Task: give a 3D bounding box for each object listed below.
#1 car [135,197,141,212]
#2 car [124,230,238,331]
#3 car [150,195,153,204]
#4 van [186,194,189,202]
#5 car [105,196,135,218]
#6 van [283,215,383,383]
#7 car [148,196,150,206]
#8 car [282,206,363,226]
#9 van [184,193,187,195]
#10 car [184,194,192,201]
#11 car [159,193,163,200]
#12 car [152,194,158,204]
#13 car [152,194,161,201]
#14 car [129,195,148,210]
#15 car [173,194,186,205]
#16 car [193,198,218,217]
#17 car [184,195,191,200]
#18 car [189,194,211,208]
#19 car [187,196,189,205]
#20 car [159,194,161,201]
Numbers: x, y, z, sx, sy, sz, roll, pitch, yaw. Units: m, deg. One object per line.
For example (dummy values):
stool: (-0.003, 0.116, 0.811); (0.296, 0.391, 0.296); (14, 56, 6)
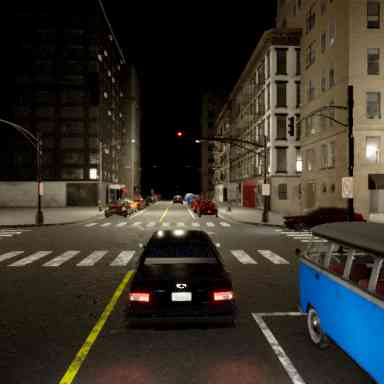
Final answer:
car: (-6.873, 1.525, 35.465); (1.752, 1.417, 4.829); (0, 0, -2)
car: (-0.260, 1.547, 7.278); (2.033, 1.411, 5.357); (0, 0, -2)
car: (-7.582, 1.564, 51.848); (1.947, 1.339, 4.313); (0, 0, -2)
van: (0.435, 1.339, 52.196); (1.690, 1.788, 3.998); (0, 0, -2)
car: (-6.646, 1.440, 30.231); (1.967, 1.590, 4.097); (0, 0, -2)
van: (2.534, 1.341, 3.723); (1.690, 1.788, 3.998); (0, 0, -2)
car: (-7.341, 1.524, 46.274); (1.752, 1.417, 4.829); (0, 0, -2)
car: (7.668, 1.579, 19.525); (4.674, 1.442, 1.812); (0, 0, 2)
van: (-0.501, 1.331, 73.813); (1.690, 1.788, 3.998); (0, 0, -2)
car: (-0.969, 1.427, 84.622); (1.967, 1.590, 4.097); (0, 0, -2)
car: (-8.752, 1.303, 78.870); (2.192, 1.841, 5.009); (0, 0, -2)
car: (-8.050, 1.545, 62.657); (2.008, 1.369, 4.403); (0, 0, -2)
car: (-8.986, 1.426, 84.275); (1.967, 1.590, 4.097); (0, 0, -2)
car: (-7.114, 1.315, 41.039); (2.192, 1.841, 5.009); (0, 0, -2)
car: (-2.571, 1.542, 60.650); (2.033, 1.411, 5.357); (0, 0, -2)
car: (1.371, 1.545, 30.578); (1.887, 1.381, 4.507); (0, 0, -2)
car: (-1.203, 1.530, 90.026); (1.887, 1.381, 4.507); (0, 0, -2)
car: (1.137, 1.315, 35.982); (2.192, 1.841, 5.009); (0, 0, -2)
car: (0.669, 1.544, 46.791); (1.887, 1.381, 4.507); (0, 0, -2)
car: (-8.518, 1.572, 73.466); (1.802, 1.307, 4.206); (0, 0, -2)
